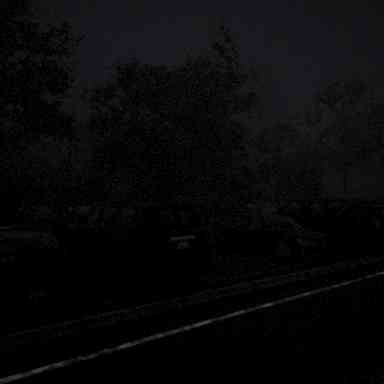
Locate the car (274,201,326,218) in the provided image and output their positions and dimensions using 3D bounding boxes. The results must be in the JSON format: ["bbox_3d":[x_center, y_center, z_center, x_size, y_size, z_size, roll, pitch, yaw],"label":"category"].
[{"bbox_3d":[11.075,1.712,34.425,2.163,1.488,4.792,1,0,-36],"label":"car"}]

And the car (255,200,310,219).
[{"bbox_3d":[8.799,1.657,32.821,2.097,1.535,5.008,1,0,-36],"label":"car"}]

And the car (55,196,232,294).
[{"bbox_3d":[-1.738,1.233,9.237,2.435,2.045,5.566,0,0,-36],"label":"car"}]

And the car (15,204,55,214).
[{"bbox_3d":[-9.324,1.483,19.864,2.097,1.535,5.008,0,0,-36],"label":"car"}]

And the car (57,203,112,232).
[{"bbox_3d":[-7.055,1.538,21.481,2.002,1.452,4.674,0,0,-36],"label":"car"}]

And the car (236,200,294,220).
[{"bbox_3d":[6.639,1.629,31.052,1.946,1.575,5.366,1,0,-36],"label":"car"}]

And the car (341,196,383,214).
[{"bbox_3d":[22.392,1.574,42.541,2.435,2.045,5.566,1,-1,-36],"label":"car"}]

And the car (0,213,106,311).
[{"bbox_3d":[-3.998,1.476,7.580,2.231,1.521,4.892,0,0,-36],"label":"car"}]

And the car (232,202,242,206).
[{"bbox_3d":[4.268,1.647,29.578,2.002,1.452,4.674,1,0,-36],"label":"car"}]

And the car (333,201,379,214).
[{"bbox_3d":[20.011,1.832,40.866,2.002,1.452,4.674,1,0,-36],"label":"car"}]

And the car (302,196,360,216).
[{"bbox_3d":[15.602,1.483,37.672,2.435,2.045,5.566,1,0,-36],"label":"car"}]

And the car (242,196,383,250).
[{"bbox_3d":[5.104,1.285,14.127,2.435,2.045,5.566,1,0,-36],"label":"car"}]

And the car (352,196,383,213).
[{"bbox_3d":[24.554,1.607,44.092,2.435,2.045,5.566,1,0,-36],"label":"car"}]

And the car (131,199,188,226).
[{"bbox_3d":[-2.505,1.409,24.693,2.185,1.767,4.553,1,0,-36],"label":"car"}]

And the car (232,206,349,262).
[{"bbox_3d":[2.833,1.515,12.476,2.231,1.521,4.892,1,0,-36],"label":"car"}]

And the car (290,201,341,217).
[{"bbox_3d":[13.305,1.737,36.095,2.163,1.488,4.792,1,0,-36],"label":"car"}]
